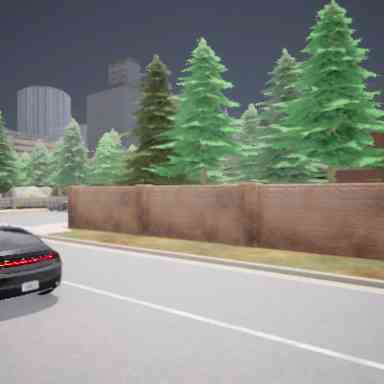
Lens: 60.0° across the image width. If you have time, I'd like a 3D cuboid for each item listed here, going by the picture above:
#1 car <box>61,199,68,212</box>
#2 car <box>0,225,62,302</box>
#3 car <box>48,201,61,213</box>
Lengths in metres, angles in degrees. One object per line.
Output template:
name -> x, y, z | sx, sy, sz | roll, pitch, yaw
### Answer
car -> -11.318, 1.529, 36.149 | 1.812, 1.442, 4.674 | 0, 0, 35
car -> -4.888, 1.502, 7.450 | 4.892, 1.490, 1.837 | -1, -1, 36
car -> -14.167, 1.530, 38.181 | 1.812, 1.442, 4.674 | 0, 0, 35
